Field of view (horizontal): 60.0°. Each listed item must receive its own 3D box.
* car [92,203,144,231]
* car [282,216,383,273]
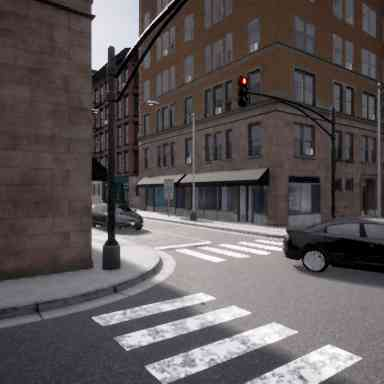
[{"bbox_3d":[-4.507,1.399,19.340,1.837,1.490,4.892,0,0,-36],"label":"car"},{"bbox_3d":[5.075,1.456,9.171,5.008,1.535,1.882,1,1,32],"label":"car"}]
